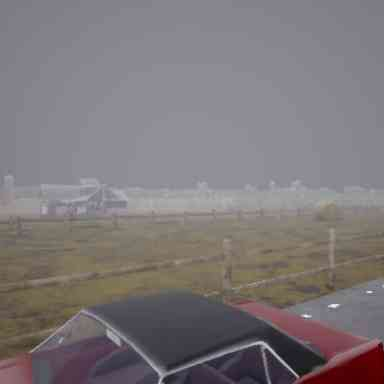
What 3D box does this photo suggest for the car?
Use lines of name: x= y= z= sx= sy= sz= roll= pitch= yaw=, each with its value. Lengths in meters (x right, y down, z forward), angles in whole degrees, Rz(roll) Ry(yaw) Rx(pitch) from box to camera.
car: x=-0.483 y=1.639 z=2.564 sx=4.718 sy=1.301 sz=1.895 roll=1 pitch=-1 yaw=-37
